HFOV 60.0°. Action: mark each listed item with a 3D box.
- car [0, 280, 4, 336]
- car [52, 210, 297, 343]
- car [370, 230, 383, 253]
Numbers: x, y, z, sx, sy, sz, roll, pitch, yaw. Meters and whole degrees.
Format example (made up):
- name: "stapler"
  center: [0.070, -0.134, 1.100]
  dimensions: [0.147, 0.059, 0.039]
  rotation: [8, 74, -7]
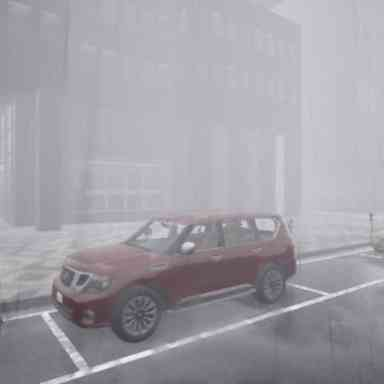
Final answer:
- name: "car"
  center: [-4.428, 1.559, 3.493]
  dimensions: [4.313, 1.339, 1.947]
  rotation: [0, 0, -36]
- name: "car"
  center: [-0.011, 1.329, 6.646]
  dimensions: [5.009, 1.841, 2.192]
  rotation: [0, 0, -36]
- name: "car"
  center: [8.685, 1.580, 12.849]
  dimensions: [4.829, 1.417, 1.752]
  rotation: [0, 0, -36]
